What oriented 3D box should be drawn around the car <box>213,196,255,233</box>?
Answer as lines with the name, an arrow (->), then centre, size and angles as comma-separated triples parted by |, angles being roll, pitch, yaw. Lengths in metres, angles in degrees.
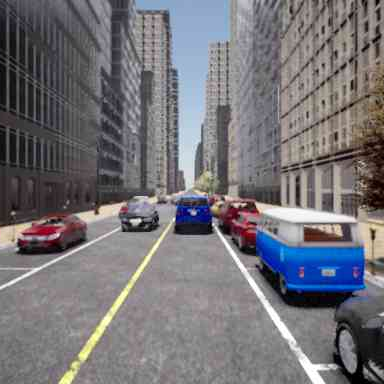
car -> 2.689, 1.336, 19.790 | 2.192, 1.841, 5.009 | 0, 0, 0

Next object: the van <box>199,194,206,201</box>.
van -> 2.689, 1.345, 88.158 | 1.690, 1.788, 3.998 | 0, 0, 0

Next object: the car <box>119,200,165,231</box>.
car -> -3.099, 1.513, 20.662 | 2.128, 1.511, 4.902 | 0, 0, 0

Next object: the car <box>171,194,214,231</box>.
car -> 0.097, 1.245, 20.741 | 2.150, 2.045, 5.566 | 0, 0, 0

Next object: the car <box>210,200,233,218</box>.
car -> 2.689, 1.554, 31.353 | 1.752, 1.417, 4.829 | 0, 0, 0

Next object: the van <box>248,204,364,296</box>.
van -> 2.689, 1.354, 8.395 | 1.690, 1.788, 3.998 | 0, 0, 0

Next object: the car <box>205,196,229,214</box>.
car -> 2.689, 1.347, 36.882 | 2.192, 1.841, 5.009 | 0, 0, 0

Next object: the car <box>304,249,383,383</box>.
car -> 2.689, 1.556, 2.697 | 2.008, 1.369, 4.403 | 0, 0, 0

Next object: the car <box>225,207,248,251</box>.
car -> 2.689, 1.562, 14.093 | 1.887, 1.381, 4.507 | 0, 0, 0

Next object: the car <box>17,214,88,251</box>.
car -> -5.691, 1.600, 14.094 | 1.802, 1.307, 4.206 | 0, 0, 0

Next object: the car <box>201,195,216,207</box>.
car -> 2.689, 1.351, 53.973 | 2.192, 1.841, 5.009 | 0, 0, 0

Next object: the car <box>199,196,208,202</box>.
car -> 2.688, 1.565, 76.765 | 1.887, 1.381, 4.507 | 0, 0, 0

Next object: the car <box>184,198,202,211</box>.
car -> 0.097, 1.526, 41.404 | 2.128, 1.511, 4.902 | 0, 0, 0

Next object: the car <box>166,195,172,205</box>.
car -> -3.041, 1.527, 61.827 | 2.128, 1.511, 4.902 | 0, 0, 1

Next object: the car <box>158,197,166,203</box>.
car -> -5.692, 1.597, 65.370 | 1.947, 1.339, 4.313 | 0, 0, 0

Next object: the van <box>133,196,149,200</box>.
van -> -5.692, 1.373, 36.883 | 1.690, 1.788, 3.998 | 0, 0, 0
